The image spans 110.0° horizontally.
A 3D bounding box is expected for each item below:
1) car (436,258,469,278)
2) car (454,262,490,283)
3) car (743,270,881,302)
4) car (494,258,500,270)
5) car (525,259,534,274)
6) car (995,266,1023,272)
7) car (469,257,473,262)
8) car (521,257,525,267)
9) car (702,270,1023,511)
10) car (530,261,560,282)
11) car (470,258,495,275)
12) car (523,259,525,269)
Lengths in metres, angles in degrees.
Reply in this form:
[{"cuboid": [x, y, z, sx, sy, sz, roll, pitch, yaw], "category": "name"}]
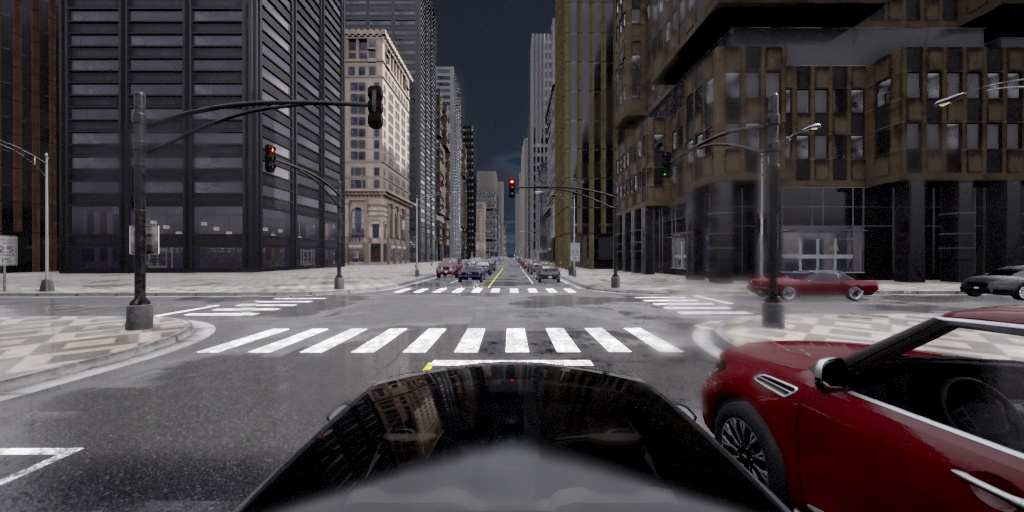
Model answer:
[{"cuboid": [-5.751, 1.067, 33.837, 2.192, 1.841, 5.009, 0, 0, 0], "category": "car"}, {"cuboid": [-3.090, 1.352, 28.462, 1.895, 1.301, 4.718, 0, 0, 0], "category": "car"}, {"cuboid": [13.525, 1.314, 16.376, 4.718, 1.301, 1.895, 0, 0, 0], "category": "car"}, {"cuboid": [-3.076, 1.304, 48.799, 2.033, 1.411, 5.357, 0, 0, 0], "category": "car"}, {"cuboid": [2.776, 1.304, 39.485, 2.007, 1.370, 4.403, 0, 0, 0], "category": "car"}, {"cuboid": [23.670, 1.196, 16.422, 4.892, 1.490, 1.837, 0, 0, 0], "category": "car"}, {"cuboid": [-5.749, 1.193, 39.479, 1.967, 1.591, 4.097, 0, 0, 0], "category": "car"}, {"cuboid": [2.783, 1.199, 56.406, 1.967, 1.591, 4.097, 0, 0, 0], "category": "car"}, {"cuboid": [2.762, 1.065, 1.230, 2.192, 1.841, 5.009, 0, 0, 0], "category": "car"}, {"cuboid": [2.772, 1.302, 28.203, 2.007, 1.370, 4.403, 0, 0, 0], "category": "car"}, {"cuboid": [-3.087, 1.279, 38.430, 1.812, 1.442, 4.674, 0, 0, 0], "category": "car"}, {"cuboid": [2.778, 1.300, 45.125, 1.888, 1.381, 4.507, 0, 0, 0], "category": "car"}]
